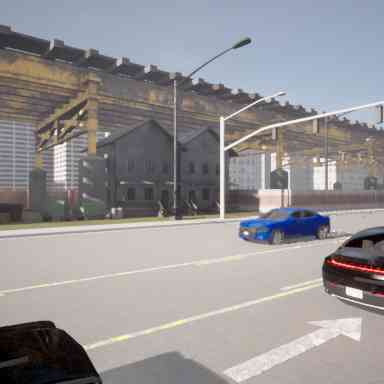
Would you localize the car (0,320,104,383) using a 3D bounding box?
[{"bbox_3d":[-2.814,1.601,1.743,4.718,1.301,1.895,0,0,-35],"label":"car"}]

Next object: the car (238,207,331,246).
[{"bbox_3d":[4.383,1.477,15.519,5.008,1.535,1.882,0,0,-33],"label":"car"}]

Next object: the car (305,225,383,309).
[{"bbox_3d":[4.801,1.505,7.184,4.892,1.490,1.837,0,0,-35],"label":"car"}]
